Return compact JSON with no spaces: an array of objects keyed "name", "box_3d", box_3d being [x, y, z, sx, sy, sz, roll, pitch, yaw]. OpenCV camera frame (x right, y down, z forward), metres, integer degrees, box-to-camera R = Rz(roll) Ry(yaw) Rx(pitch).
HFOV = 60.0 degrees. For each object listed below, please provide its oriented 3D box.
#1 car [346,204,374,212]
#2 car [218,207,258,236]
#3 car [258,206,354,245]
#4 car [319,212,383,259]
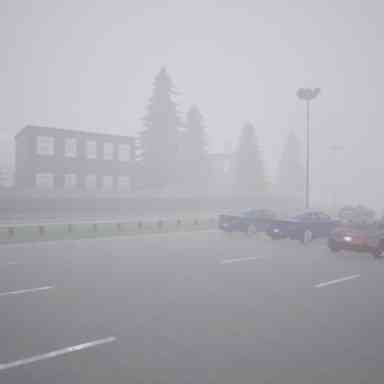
[{"name":"car","box_3d":[14.287,1.812,28.774,2.128,1.511,4.902,0,0,44]},{"name":"car","box_3d":[3.787,1.640,19.565,5.008,1.535,1.882,0,0,-37]},{"name":"car","box_3d":[5.830,1.640,16.724,5.008,1.535,1.882,0,0,-37]},{"name":"car","box_3d":[7.361,1.720,13.491,4.181,1.385,1.994,1,0,-37]}]
